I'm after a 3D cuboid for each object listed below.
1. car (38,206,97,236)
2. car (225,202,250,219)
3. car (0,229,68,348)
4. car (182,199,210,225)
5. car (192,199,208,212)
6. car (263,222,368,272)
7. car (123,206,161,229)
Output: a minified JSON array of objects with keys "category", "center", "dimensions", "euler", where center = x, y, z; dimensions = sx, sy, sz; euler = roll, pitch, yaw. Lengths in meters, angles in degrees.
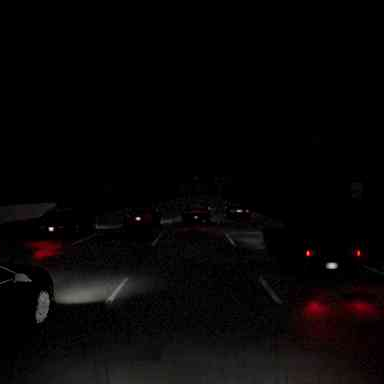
[{"category":"car","center":[-6.786,1.532,18.526],"dimensions":[1.837,1.490,4.892],"euler":[0,0,1]},{"category":"car","center":[3.984,1.606,29.452],"dimensions":[2.033,1.411,5.357],"euler":[0,0,2]},{"category":"car","center":[-3.384,1.509,4.029],"dimensions":[1.837,1.490,4.892],"euler":[0,0,0]},{"category":"car","center":[0.332,1.523,24.452],"dimensions":[1.882,1.535,5.008],"euler":[0,0,2]},{"category":"car","center":[1.068,1.603,41.223],"dimensions":[1.812,1.442,4.674],"euler":[0,0,3]},{"category":"car","center":[3.652,1.625,10.864],"dimensions":[1.895,1.301,4.718],"euler":[0,0,0]},{"category":"car","center":[-3.222,1.602,22.169],"dimensions":[1.994,1.385,4.181],"euler":[0,0,1]}]
